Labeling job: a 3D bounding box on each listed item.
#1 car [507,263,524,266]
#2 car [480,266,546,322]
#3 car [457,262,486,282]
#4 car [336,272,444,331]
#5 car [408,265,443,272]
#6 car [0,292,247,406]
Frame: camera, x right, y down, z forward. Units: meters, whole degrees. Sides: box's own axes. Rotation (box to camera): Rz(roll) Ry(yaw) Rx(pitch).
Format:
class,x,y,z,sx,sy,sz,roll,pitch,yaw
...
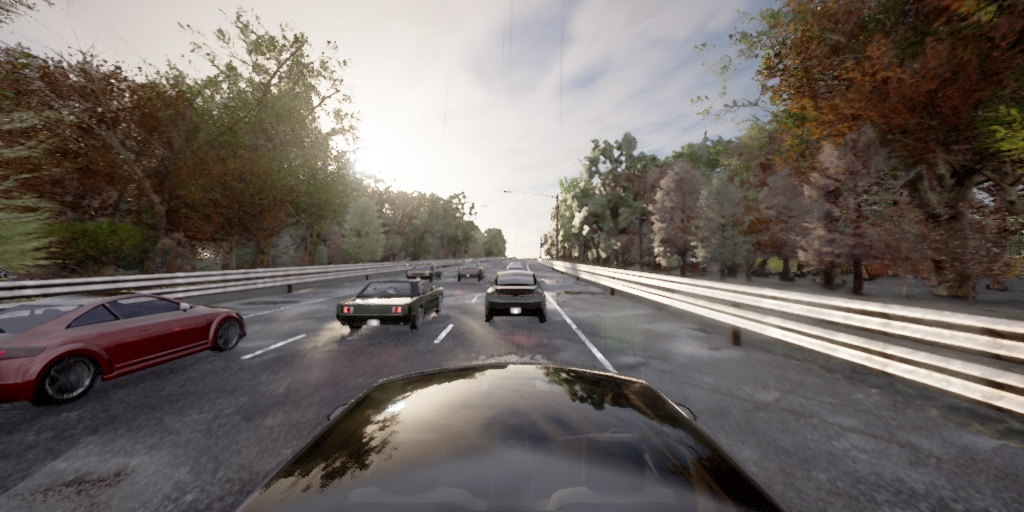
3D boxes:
class,x,y,z,sx,sy,sz,roll,pitch,yaw
car,0.292,1.269,30.426,1.812,1.442,4.674,0,0,1
car,0.115,1.255,12.331,1.837,1.490,4.892,0,0,0
car,-3.227,1.237,29.063,2.128,1.511,4.902,0,0,1
car,-3.392,1.351,11.029,1.895,1.301,4.718,0,0,0
car,-6.730,1.350,28.160,1.895,1.301,4.718,0,0,0
car,-6.890,1.314,6.243,1.994,1.385,4.181,0,0,0
